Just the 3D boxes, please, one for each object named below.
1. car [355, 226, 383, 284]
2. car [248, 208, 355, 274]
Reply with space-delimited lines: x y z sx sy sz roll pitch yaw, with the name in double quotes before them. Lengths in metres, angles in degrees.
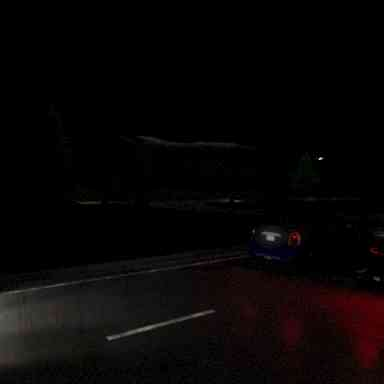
"car" 6.372 1.492 8.293 5.008 1.535 1.882 0 0 -36
"car" 4.018 1.365 10.916 4.553 1.767 2.097 0 0 -36
